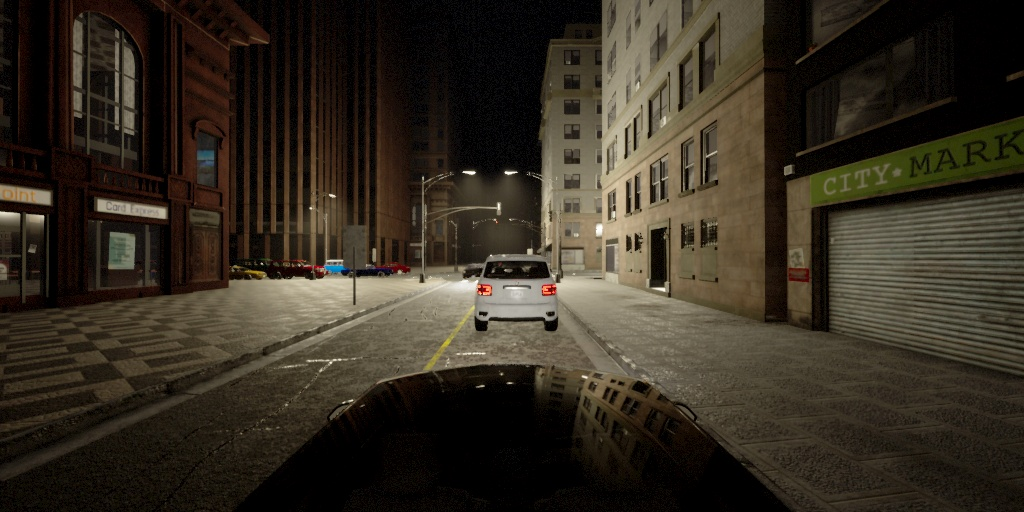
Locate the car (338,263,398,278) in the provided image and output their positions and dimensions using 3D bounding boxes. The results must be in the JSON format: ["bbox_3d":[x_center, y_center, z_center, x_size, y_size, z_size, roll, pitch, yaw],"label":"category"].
[{"bbox_3d":[-14.132,1.506,35.335,4.718,1.301,1.895,-1,0,0],"label":"car"}]

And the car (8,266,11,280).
[{"bbox_3d":[-47.730,1.849,32.898,4.403,1.370,2.007,0,0,0],"label":"car"}]

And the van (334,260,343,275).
[{"bbox_3d":[-19.584,1.340,41.311,3.998,1.789,1.690,0,0,0],"label":"van"}]

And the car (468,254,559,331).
[{"bbox_3d":[0.104,0.974,11.090,2.150,2.045,5.566,0,0,0],"label":"car"}]

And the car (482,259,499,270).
[{"bbox_3d":[-3.065,1.236,52.196,2.128,1.511,4.902,0,0,0],"label":"car"}]

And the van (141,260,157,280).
[{"bbox_3d":[-30.857,1.435,32.830,3.998,1.789,1.690,0,0,0],"label":"van"}]

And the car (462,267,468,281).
[{"bbox_3d":[-3.102,1.353,30.866,1.895,1.301,4.718,0,0,0],"label":"car"}]

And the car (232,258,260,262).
[{"bbox_3d":[-24.750,1.255,35.374,5.566,2.045,2.150,-1,0,0],"label":"car"}]

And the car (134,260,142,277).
[{"bbox_3d":[-35.302,1.381,35.431,5.566,2.045,2.150,0,0,0],"label":"car"}]

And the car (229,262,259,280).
[{"bbox_3d":[-25.064,1.552,32.807,4.829,1.417,1.751,0,0,0],"label":"car"}]

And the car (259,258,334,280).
[{"bbox_3d":[-19.609,1.273,32.785,5.009,1.841,2.192,0,0,0],"label":"car"}]

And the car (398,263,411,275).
[{"bbox_3d":[-13.960,1.477,41.288,4.507,1.381,1.888,0,0,0],"label":"car"}]
